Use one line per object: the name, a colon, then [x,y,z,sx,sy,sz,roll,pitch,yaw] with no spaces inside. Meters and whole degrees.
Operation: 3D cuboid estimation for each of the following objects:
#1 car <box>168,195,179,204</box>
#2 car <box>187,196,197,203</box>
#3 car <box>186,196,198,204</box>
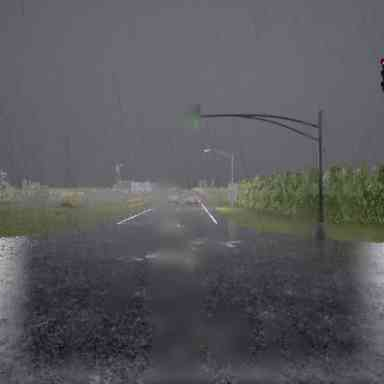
car: [-3.502,1.422,63.604,1.837,1.490,4.892,0,0,0]
car: [-0.003,1.464,69.431,1.994,1.385,4.181,0,0,0]
car: [-0.003,1.493,59.382,1.994,1.385,4.181,0,0,0]
